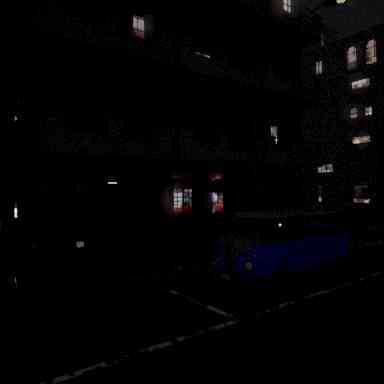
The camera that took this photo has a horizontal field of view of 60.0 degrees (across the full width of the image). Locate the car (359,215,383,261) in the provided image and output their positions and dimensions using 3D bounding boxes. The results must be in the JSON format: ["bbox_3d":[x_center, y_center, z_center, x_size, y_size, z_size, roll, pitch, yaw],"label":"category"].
[{"bbox_3d":[6.829,1.546,11.948,4.403,1.369,2.008,0,-1,-37],"label":"car"}]

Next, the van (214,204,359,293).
[{"bbox_3d":[2.399,1.338,8.555,3.998,1.788,1.690,0,-1,-37],"label":"van"}]

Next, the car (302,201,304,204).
[{"bbox_3d":[11.553,1.352,40.963,1.887,1.381,4.507,-1,1,-37],"label":"car"}]
